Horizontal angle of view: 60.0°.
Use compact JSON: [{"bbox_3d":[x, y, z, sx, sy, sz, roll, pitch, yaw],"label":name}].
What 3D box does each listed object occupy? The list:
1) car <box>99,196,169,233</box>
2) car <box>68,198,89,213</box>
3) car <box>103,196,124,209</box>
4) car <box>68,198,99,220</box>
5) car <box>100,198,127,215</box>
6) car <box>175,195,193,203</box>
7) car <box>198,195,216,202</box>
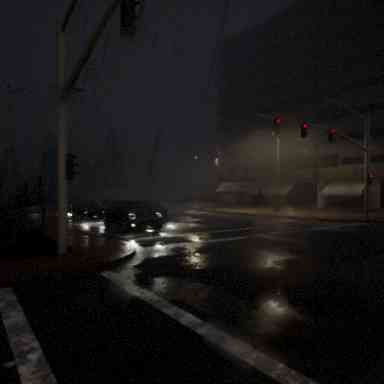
[{"bbox_3d":[-3.453,1.255,19.241,2.097,1.767,4.553,0,0,-33],"label":"car"},{"bbox_3d":[-12.460,1.413,36.754,1.812,1.442,4.674,0,0,-15],"label":"car"},{"bbox_3d":[-10.452,1.349,44.651,2.128,1.511,4.902,0,0,-5],"label":"car"},{"bbox_3d":[-8.552,1.447,27.221,2.033,1.411,5.357,0,0,-30],"label":"car"},{"bbox_3d":[-8.239,1.426,34.440,2.033,1.411,5.357,0,0,-21],"label":"car"},{"bbox_3d":[-1.553,1.327,60.226,2.033,1.411,5.357,0,0,20],"label":"car"},{"bbox_3d":[3.233,1.260,69.342,1.812,1.442,4.674,0,0,40],"label":"car"}]
